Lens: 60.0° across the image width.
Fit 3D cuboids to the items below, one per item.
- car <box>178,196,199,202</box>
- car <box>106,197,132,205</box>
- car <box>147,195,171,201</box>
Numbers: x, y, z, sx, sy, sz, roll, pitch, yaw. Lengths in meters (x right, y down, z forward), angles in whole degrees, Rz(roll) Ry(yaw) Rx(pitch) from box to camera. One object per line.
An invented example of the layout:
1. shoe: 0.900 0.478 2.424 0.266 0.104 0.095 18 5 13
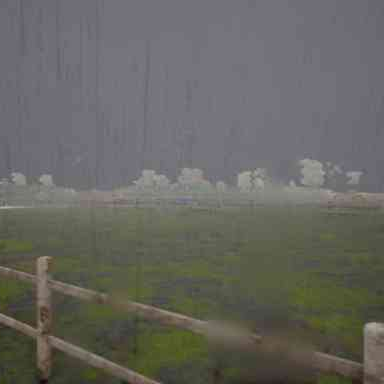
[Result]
1. car: -0.813 1.500 65.951 4.674 1.442 1.812 0 0 -37
2. car: -12.508 1.561 56.731 4.718 1.301 1.895 0 0 -40
3. car: -6.458 1.383 65.118 4.902 1.511 2.128 0 0 -38
